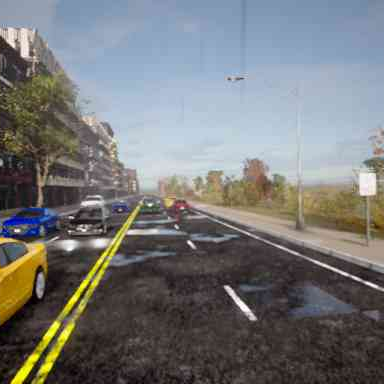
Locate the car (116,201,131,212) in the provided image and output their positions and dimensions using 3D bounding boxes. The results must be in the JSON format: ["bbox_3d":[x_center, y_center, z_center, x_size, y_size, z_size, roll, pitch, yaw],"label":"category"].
[{"bbox_3d":[-8.329,1.712,39.458,1.895,1.301,4.718,-1,0,-7],"label":"car"}]

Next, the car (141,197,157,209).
[{"bbox_3d":[-6.130,1.532,47.831,2.128,1.511,4.902,-1,0,-7],"label":"car"}]

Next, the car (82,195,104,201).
[{"bbox_3d":[-11.573,1.455,39.146,2.150,2.045,5.566,-1,0,-8],"label":"car"}]

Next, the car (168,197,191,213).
[{"bbox_3d":[-1.267,1.467,36.043,1.812,1.442,4.674,-1,0,-7],"label":"car"}]

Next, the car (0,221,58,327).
[{"bbox_3d":[-3.929,1.561,5.455,1.882,1.535,5.008,-1,0,-7],"label":"car"}]

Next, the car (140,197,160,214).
[{"bbox_3d":[-4.504,1.375,35.707,2.097,1.767,4.553,-1,0,-7],"label":"car"}]

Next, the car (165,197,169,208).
[{"bbox_3d":[-2.875,1.435,47.985,1.882,1.535,5.008,-1,0,-7],"label":"car"}]

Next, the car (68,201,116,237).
[{"bbox_3d":[-5.722,1.591,19.022,1.837,1.490,4.892,-1,2,-8],"label":"car"}]

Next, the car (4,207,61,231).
[{"bbox_3d":[-9.001,1.652,19.024,1.882,1.535,5.008,-1,0,-8],"label":"car"}]
